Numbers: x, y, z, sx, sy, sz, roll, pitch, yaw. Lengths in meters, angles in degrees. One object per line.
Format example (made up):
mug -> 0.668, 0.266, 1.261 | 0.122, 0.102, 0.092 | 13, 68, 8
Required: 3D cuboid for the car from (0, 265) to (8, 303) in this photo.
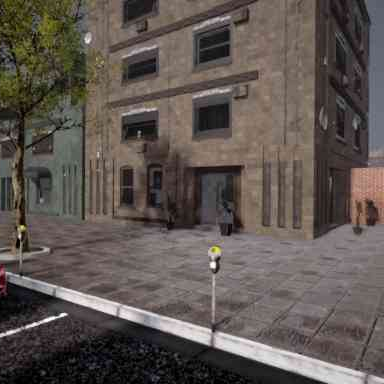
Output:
car -> -5.277, 1.580, 6.630 | 4.206, 1.307, 1.802 | 0, 1, 35
